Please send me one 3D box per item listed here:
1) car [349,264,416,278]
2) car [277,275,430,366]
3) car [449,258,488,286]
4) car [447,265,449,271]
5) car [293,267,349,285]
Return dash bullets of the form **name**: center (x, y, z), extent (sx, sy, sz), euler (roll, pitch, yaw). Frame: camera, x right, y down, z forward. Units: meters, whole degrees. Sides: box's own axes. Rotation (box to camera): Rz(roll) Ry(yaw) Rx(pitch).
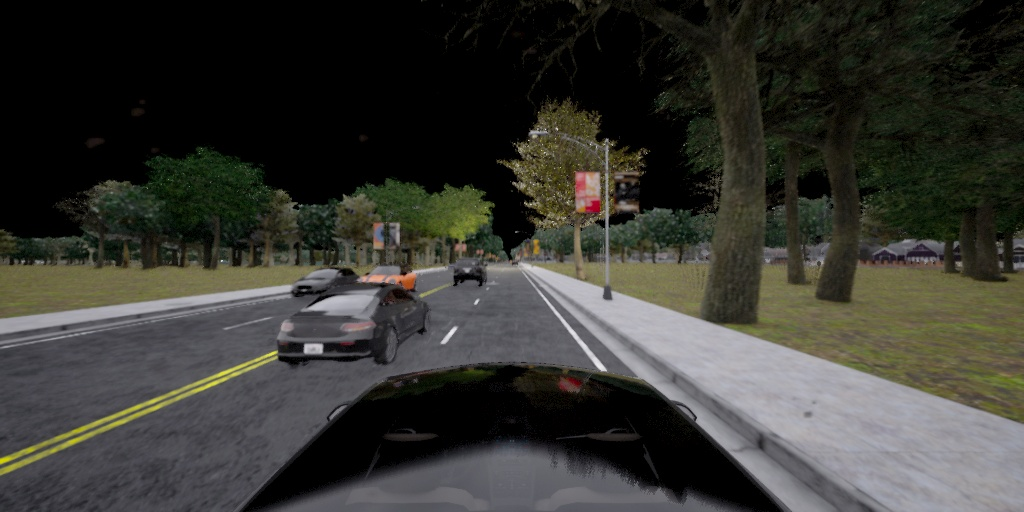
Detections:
- **car**: center (-6.591, 1.237, 19.312), extent (2.097, 1.767, 4.553), euler (0, 0, 0)
- **car**: center (-3.149, 1.324, 7.997), extent (1.812, 1.442, 4.674), euler (0, 0, 0)
- **car**: center (-3.138, 1.171, 27.735), extent (2.150, 2.045, 5.566), euler (0, 0, 0)
- **car**: center (-9.759, 1.817, 60.827), extent (1.895, 1.301, 4.718), euler (0, 0, 1)
- **car**: center (-9.840, 1.390, 19.410), extent (1.837, 1.490, 4.892), euler (0, 0, 0)
